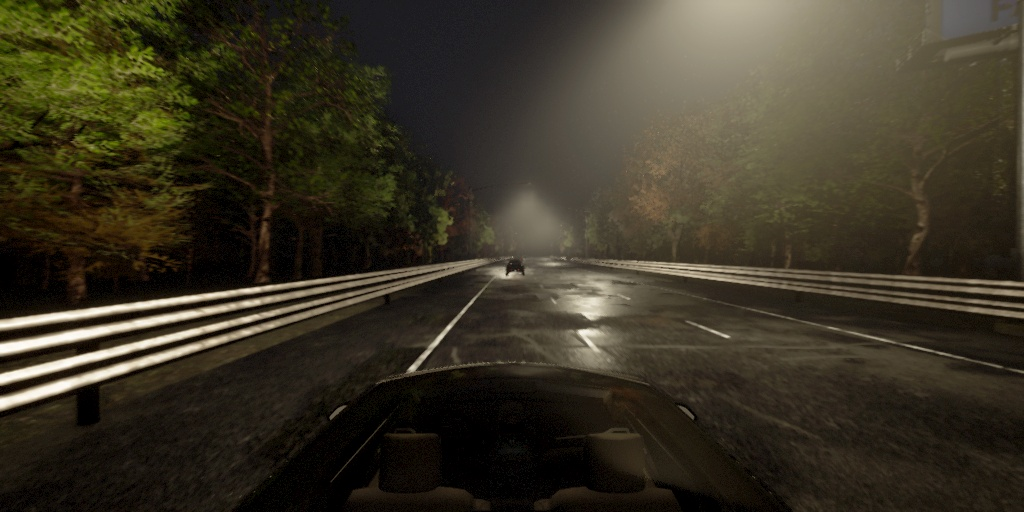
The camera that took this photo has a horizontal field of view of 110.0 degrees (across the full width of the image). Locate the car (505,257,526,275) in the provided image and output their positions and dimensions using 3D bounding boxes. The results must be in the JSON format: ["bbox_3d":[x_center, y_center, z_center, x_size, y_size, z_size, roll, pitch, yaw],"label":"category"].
[{"bbox_3d":[0.369,1.118,36.360,1.837,1.490,4.892,0,0,1],"label":"car"}]
